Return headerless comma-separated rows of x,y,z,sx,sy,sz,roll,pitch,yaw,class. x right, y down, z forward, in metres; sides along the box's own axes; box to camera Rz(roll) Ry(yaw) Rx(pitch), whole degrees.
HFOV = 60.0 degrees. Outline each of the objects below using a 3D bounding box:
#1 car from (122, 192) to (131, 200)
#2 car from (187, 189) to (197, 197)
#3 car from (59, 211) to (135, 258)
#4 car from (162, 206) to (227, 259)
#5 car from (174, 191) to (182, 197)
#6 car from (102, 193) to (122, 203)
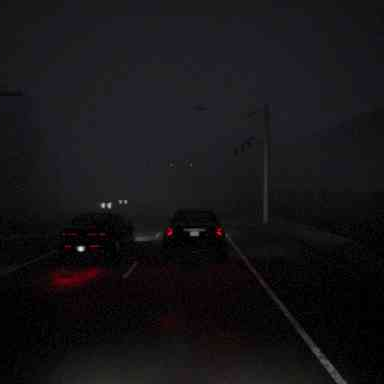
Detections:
-13.999,0.844,69.856,2.128,1.511,4.902,0,1,0,car
0.001,0.296,82.873,2.150,2.045,5.566,0,1,0,car
-3.413,1.490,12.659,1.837,1.490,4.892,0,0,0,car
0.085,1.337,12.633,2.097,1.767,4.553,0,0,0,car
-3.499,0.549,82.847,1.882,1.535,5.008,0,1,0,car
-14.025,1.005,57.232,2.128,1.511,4.902,0,1,0,car
